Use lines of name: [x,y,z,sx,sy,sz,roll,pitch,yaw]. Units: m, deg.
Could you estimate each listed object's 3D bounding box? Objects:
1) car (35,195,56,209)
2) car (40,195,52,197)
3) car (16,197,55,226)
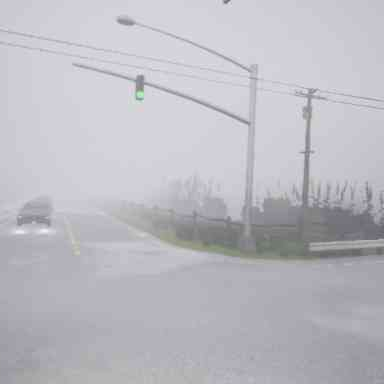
car: [-17.542,1.116,40.029,2.033,1.411,5.357,3,-1,-22]
car: [-13.586,1.199,30.276,2.033,1.411,5.357,3,-1,-23]
car: [-9.732,1.280,20.874,2.033,1.411,5.357,3,-1,-22]
